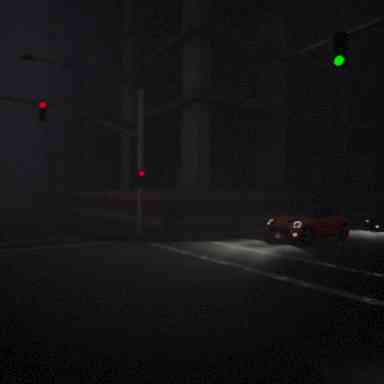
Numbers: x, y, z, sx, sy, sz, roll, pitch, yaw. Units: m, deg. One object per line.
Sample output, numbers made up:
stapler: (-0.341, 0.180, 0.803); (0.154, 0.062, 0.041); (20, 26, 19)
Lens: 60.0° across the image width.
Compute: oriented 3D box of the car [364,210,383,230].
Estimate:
car: (13.598, 1.768, 22.004); (5.357, 1.411, 2.033); (1, 0, -35)

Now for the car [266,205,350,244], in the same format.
car: (5.797, 1.476, 16.589); (4.553, 1.767, 2.097); (1, 0, -35)
